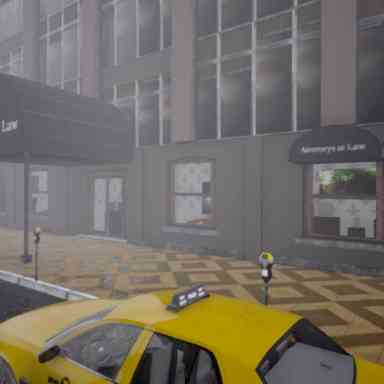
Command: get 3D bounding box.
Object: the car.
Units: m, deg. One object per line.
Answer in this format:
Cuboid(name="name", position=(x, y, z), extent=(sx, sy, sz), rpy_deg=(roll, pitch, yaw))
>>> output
Cuboid(name="car", position=(-0.239, 1.525, 3.041), extent=(4.829, 1.417, 1.752), rpy_deg=(0, 0, 36))
